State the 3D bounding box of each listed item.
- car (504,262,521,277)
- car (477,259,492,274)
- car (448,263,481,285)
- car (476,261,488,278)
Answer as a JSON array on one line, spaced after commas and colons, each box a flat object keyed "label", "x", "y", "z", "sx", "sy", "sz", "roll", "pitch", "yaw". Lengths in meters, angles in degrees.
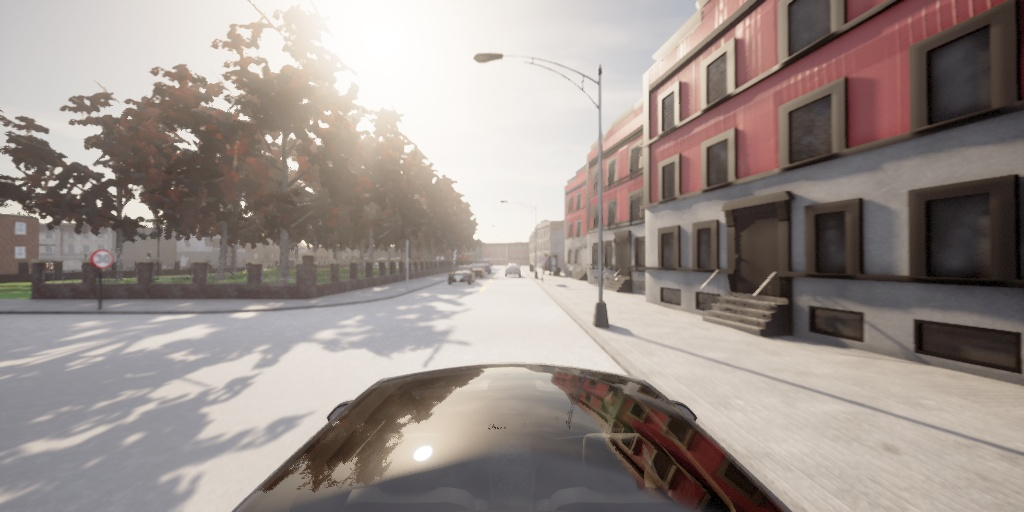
[{"label": "car", "x": 0.104, "y": 1.734, "z": 43.831, "sx": 1.812, "sy": 1.442, "sz": 4.674, "roll": 0, "pitch": -1, "yaw": 0}, {"label": "car", "x": -4.080, "y": 1.504, "z": 50.702, "sx": 2.150, "sy": 2.045, "sz": 5.566, "roll": 0, "pitch": -1, "yaw": 0}, {"label": "car", "x": -4.107, "y": 1.547, "z": 29.817, "sx": 2.128, "sy": 1.511, "sz": 4.902, "roll": 0, "pitch": -1, "yaw": 0}, {"label": "car", "x": -4.105, "y": 1.644, "z": 39.965, "sx": 1.882, "sy": 1.535, "sz": 5.008, "roll": 0, "pitch": -1, "yaw": 0}]
